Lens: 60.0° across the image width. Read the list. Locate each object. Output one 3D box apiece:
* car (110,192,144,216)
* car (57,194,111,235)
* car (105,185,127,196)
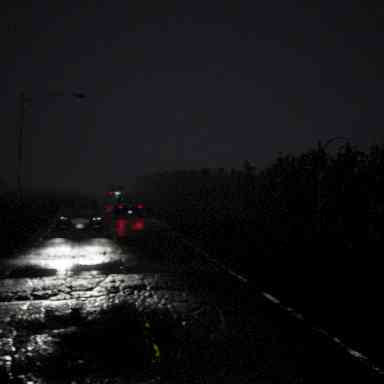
[{"bbox_3d":[-4.730,0.978,24.359,1.895,1.301,4.718,2,1,-16],"label":"car"},{"bbox_3d":[-5.101,1.006,15.499,2.128,1.511,4.902,2,1,-16],"label":"car"},{"bbox_3d":[-8.491,0.202,37.273,2.150,2.045,5.566,2,1,-16],"label":"car"}]
